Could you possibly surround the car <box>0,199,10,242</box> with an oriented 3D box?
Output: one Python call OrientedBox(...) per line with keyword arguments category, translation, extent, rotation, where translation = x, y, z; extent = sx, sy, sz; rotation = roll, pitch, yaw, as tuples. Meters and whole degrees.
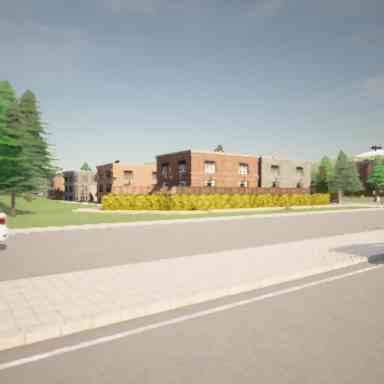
OrientedBox(category="car", translation=(-9.417, 1.222, 11.399), extent=(5.566, 2.045, 2.150), rotation=(0, 0, -35))
